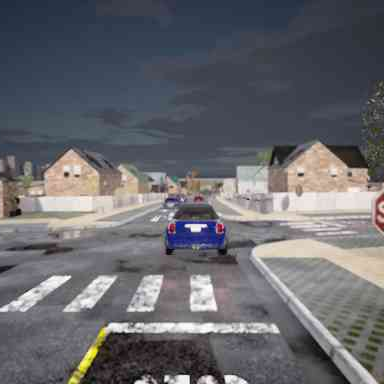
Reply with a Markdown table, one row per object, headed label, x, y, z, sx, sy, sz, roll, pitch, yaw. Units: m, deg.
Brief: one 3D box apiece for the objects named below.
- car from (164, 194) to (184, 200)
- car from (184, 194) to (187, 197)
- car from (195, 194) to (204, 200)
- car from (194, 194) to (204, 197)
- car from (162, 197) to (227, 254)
| label | x | y | z | sx | sy | sz | roll | pitch | yaw |
| --- | --- | --- | --- | --- | --- | --- | --- | --- | --- |
| car | -2.337 | 1.259 | 39.253 | 1.812 | 1.442 | 4.674 | 0 | 0 | 2 |
| car | -1.876 | 1.037 | 53.945 | 2.097 | 1.767 | 4.553 | 0 | 0 | 2 |
| car | 1.726 | 1.111 | 73.067 | 1.895 | 1.301 | 4.718 | 0 | 0 | 3 |
| car | 1.285 | 1.203 | 63.039 | 1.812 | 1.442 | 4.674 | 0 | 0 | 2 |
| car | 0.152 | 1.242 | 13.042 | 2.097 | 1.767 | 4.553 | 0 | 0 | 1 |
